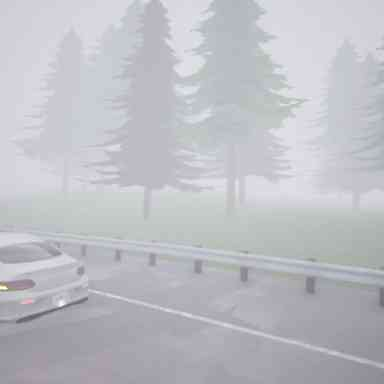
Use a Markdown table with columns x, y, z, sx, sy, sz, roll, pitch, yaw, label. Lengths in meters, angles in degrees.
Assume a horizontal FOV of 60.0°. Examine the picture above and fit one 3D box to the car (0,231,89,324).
| x | y | z | sx | sy | sz | roll | pitch | yaw | label |
| --- | --- | --- | --- | --- | --- | --- | --- | --- | --- |
| -4.008 | 1.513 | 6.564 | 4.674 | 1.442 | 1.812 | 0 | 0 | 33 | car |
